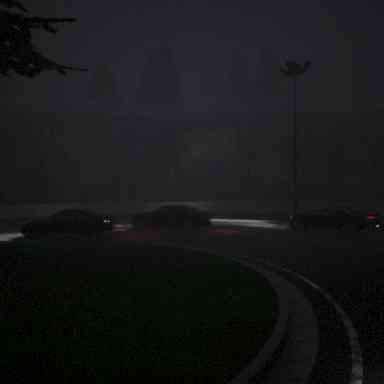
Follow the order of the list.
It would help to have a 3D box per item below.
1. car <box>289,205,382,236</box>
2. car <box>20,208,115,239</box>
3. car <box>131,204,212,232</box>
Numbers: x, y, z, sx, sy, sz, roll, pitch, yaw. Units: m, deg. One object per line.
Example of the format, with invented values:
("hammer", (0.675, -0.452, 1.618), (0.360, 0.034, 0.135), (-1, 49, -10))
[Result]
("car", (7.656, 1.467, 18.296), (2.128, 1.511, 4.902), (0, 0, -38))
("car", (-6.368, 1.593, 17.270), (4.674, 1.442, 1.812), (0, -1, -3))
("car", (-1.289, 1.516, 20.300), (5.008, 1.535, 1.882), (0, -1, 20))
